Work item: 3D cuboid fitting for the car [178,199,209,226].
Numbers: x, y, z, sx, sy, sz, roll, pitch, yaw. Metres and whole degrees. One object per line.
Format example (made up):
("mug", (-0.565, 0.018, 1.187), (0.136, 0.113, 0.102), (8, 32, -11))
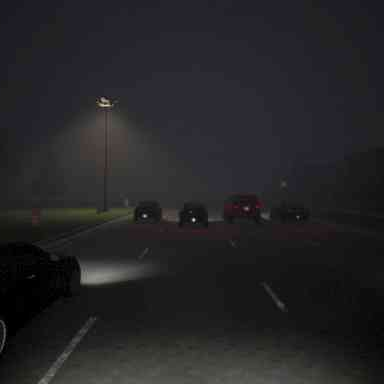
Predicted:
("car", (0.107, 1.471, 22.914), (1.837, 1.490, 4.892), (0, 0, 0))

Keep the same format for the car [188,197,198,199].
("car", (0.112, 1.426, 44.993), (2.128, 1.511, 4.902), (0, 0, 0))

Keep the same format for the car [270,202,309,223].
("car", (7.106, 1.456, 24.691), (2.128, 1.511, 4.902), (0, 0, 0))

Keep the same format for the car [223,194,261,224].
("car", (3.607, 1.186, 24.590), (2.150, 2.045, 5.566), (0, 0, 0))

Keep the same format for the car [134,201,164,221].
("car", (-3.393, 1.467, 26.364), (1.837, 1.490, 4.892), (0, 0, 0))

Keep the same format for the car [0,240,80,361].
("car", (-3.398, 1.518, 5.526), (1.812, 1.442, 4.674), (0, 0, 0))
